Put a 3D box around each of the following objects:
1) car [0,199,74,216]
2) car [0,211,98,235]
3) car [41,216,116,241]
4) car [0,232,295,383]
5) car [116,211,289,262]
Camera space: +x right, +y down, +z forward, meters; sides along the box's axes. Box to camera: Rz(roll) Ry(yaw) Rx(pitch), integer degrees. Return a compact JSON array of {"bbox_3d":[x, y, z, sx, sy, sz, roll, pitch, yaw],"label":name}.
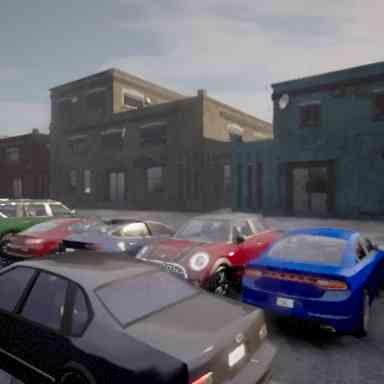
[{"bbox_3d":[-6.164,1.305,13.363,2.435,2.045,5.566,0,0,35],"label":"car"},{"bbox_3d":[-3.933,1.579,11.739,2.002,1.452,4.674,0,0,35],"label":"car"},{"bbox_3d":[-1.668,1.551,10.167,2.163,1.488,4.792,0,0,35],"label":"car"},{"bbox_3d":[-1.626,1.569,4.531,5.357,1.411,2.033,0,0,35],"label":"car"},{"bbox_3d":[0.580,1.379,8.572,2.185,1.767,4.553,0,0,35],"label":"car"}]
